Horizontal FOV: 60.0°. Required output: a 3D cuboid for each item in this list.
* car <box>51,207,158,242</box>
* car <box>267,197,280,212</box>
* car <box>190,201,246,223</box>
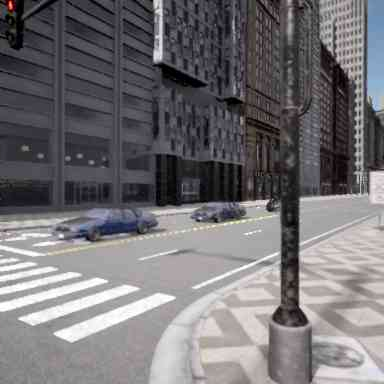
[{"bbox_3d":[-3.951,1.437,16.143,2.033,1.411,5.357,0,1,36],"label":"car"},{"bbox_3d":[9.471,1.257,34.691,1.837,1.490,4.892,0,0,36],"label":"car"},{"bbox_3d":[2.097,1.377,24.511,2.033,1.411,5.357,0,1,36],"label":"car"}]
